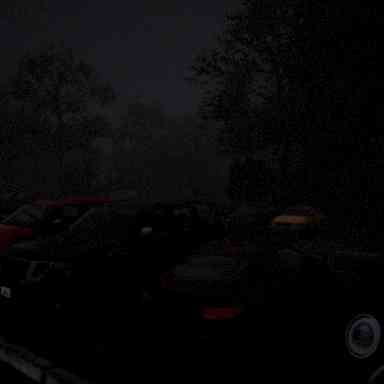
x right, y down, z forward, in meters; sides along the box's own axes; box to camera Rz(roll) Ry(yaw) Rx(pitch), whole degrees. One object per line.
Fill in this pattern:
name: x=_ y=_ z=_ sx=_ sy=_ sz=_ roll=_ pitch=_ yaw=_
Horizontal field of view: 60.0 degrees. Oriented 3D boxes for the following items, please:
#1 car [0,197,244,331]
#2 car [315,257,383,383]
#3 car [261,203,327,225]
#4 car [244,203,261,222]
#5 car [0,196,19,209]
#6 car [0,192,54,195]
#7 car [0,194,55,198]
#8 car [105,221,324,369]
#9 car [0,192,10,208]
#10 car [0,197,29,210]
car: x=-1.270 y=1.200 z=7.405 sx=2.435 sy=2.045 sz=5.566 roll=0 pitch=0 yaw=35
car: x=3.334 y=1.358 z=4.206 sx=2.185 sy=1.767 sz=4.553 roll=0 pitch=0 yaw=35
car: x=5.892 y=1.447 z=18.169 sx=1.946 sy=1.575 sz=5.366 roll=0 pitch=0 yaw=35
car: x=3.739 y=1.435 z=19.934 sx=2.231 sy=1.521 sz=4.892 roll=0 pitch=0 yaw=35
car: x=-23.533 y=1.246 z=39.307 sx=2.097 sy=1.535 sz=5.008 roll=0 pitch=0 yaw=35
car: x=-16.838 y=1.036 z=34.519 sx=2.435 sy=2.045 sz=5.566 roll=0 pitch=0 yaw=35
car: x=-3.555 y=1.183 z=9.029 sx=2.435 sy=2.045 sz=5.566 roll=0 pitch=0 yaw=35
car: x=1.028 y=1.507 z=5.803 sx=2.002 sy=1.452 sz=4.674 roll=0 pitch=0 yaw=35
car: x=-25.817 y=0.983 z=40.902 sx=2.435 sy=2.045 sz=5.566 roll=0 pitch=0 yaw=35
car: x=-21.363 y=1.297 z=37.768 sx=2.002 sy=1.452 sz=4.674 roll=0 pitch=0 yaw=35
